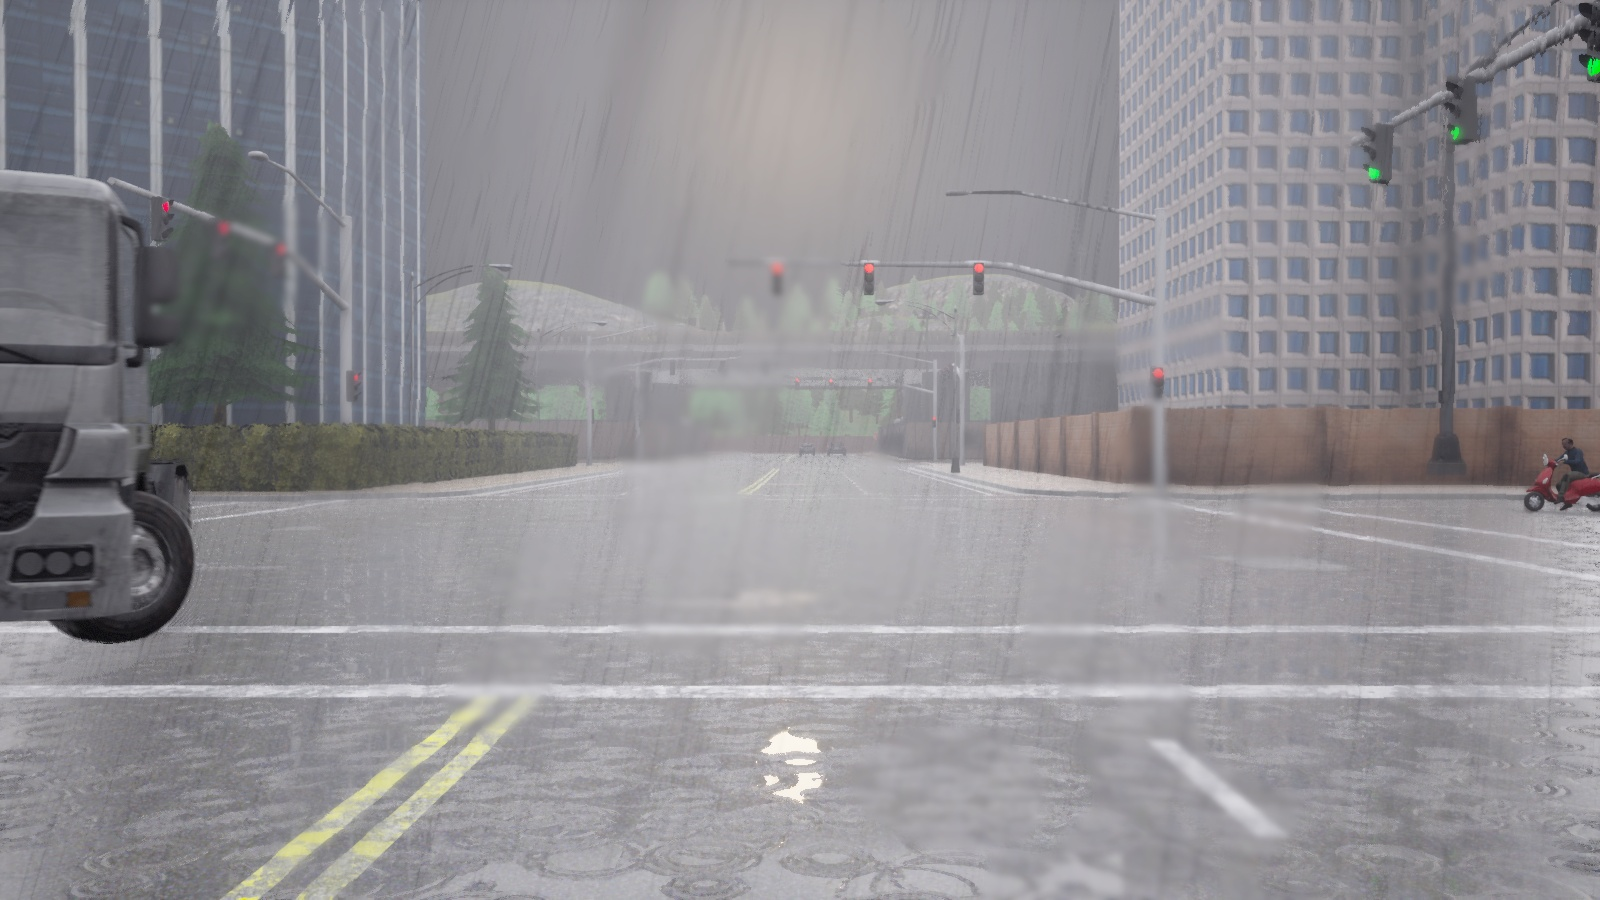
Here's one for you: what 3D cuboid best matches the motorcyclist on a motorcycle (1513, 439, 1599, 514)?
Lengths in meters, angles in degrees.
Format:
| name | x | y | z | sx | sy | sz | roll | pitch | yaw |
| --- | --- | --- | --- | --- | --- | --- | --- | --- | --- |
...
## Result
| name | x | y | z | sx | sy | sz | roll | pitch | yaw |
| --- | --- | --- | --- | --- | --- | --- | --- | --- | --- |
| motorcyclist on a motorcycle | 16.569 | 0.560 | 27.136 | 1.817 | 1.590 | 0.866 | 0 | 0 | 1 |

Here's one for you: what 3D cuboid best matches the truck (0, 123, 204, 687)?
| name | x | y | z | sx | sy | sz | roll | pitch | yaw |
| --- | --- | --- | --- | --- | --- | --- | --- | --- | --- |
| truck | -7.153 | -0.304 | 11.076 | 2.891 | 3.462 | 7.936 | 0 | 0 | -22 |
